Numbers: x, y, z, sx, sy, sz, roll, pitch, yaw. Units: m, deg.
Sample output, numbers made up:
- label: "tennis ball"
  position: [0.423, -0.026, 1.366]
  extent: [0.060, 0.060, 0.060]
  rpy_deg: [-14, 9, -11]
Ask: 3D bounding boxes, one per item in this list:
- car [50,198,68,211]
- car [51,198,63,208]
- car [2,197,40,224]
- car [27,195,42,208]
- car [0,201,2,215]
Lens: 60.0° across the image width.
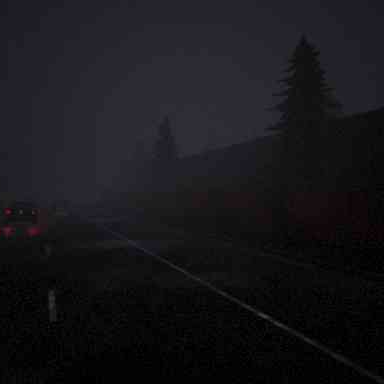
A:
- label: "car"
  position: [-17.793, 1.767, 44.696]
  extent: [1.837, 1.490, 4.892]
  rpy_deg: [0, 0, -24]
- label: "car"
  position: [-23.201, 1.816, 57.148]
  extent: [1.882, 1.535, 5.008]
  rpy_deg: [0, 0, -22]
- label: "car"
  position: [-13.515, 1.529, 26.559]
  extent: [2.097, 1.767, 4.553]
  rpy_deg: [0, 0, -24]
- label: "car"
  position: [-25.669, 1.563, 53.861]
  extent: [2.150, 2.045, 5.566]
  rpy_deg: [0, -1, -23]
- label: "car"
  position: [-20.637, 1.469, 33.909]
  extent: [2.150, 2.045, 5.566]
  rpy_deg: [0, 0, -24]
